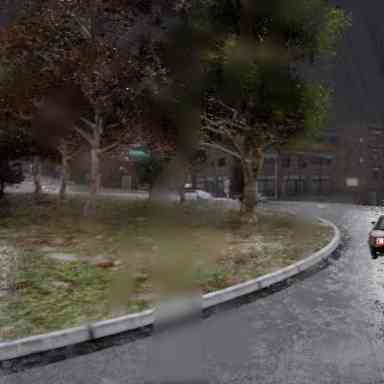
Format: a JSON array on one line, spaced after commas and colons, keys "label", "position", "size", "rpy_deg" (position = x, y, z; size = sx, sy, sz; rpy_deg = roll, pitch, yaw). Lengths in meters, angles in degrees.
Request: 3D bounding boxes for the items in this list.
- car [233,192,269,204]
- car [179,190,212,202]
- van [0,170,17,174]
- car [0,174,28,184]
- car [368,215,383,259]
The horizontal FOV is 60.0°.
[{"label": "car", "position": [7.263, 0.690, 41.520], "size": [2.128, 1.511, 4.902], "rpy_deg": [0, 4, -39]}, {"label": "car", "position": [0.421, 0.431, 43.543], "size": [4.674, 1.442, 1.812], "rpy_deg": [4, 3, 39]}, {"label": "van", "position": [-41.814, -3.539, 75.642], "size": [1.878, 1.987, 4.442], "rpy_deg": [6, 5, 32]}, {"label": "car", "position": [-36.251, -2.400, 68.429], "size": [2.231, 1.521, 4.892], "rpy_deg": [6, 5, 32]}, {"label": "car", "position": [7.009, 1.389, 11.022], "size": [1.895, 1.301, 4.718], "rpy_deg": [0, 1, 31]}]
